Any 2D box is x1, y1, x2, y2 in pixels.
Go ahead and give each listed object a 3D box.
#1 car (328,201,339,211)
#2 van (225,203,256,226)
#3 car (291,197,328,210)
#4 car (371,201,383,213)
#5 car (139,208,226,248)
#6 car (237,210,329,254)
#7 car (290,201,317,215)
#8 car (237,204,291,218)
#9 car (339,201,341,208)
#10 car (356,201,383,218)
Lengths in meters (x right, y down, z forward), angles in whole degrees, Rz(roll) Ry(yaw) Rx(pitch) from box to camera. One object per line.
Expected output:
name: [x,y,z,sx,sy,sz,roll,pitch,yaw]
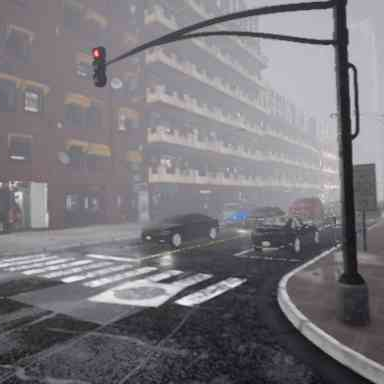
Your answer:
car: [20.124,2.074,49.809,1.752,1.417,4.829,-3,-2,36]
van: [3.991,1.781,27.314,1.690,1.788,3.998,-3,-2,36]
car: [11.645,1.596,33.762,2.150,2.045,5.566,-3,-2,36]
car: [23.381,1.766,40.835,1.947,1.339,4.313,-3,-2,36]
car: [-0.499,1.775,16.812,1.882,1.535,5.008,-3,-2,36]
car: [3.908,1.624,13.669,2.008,1.369,4.403,-3,-2,36]
car: [13.730,1.945,40.895,1.967,1.590,4.097,-3,-2,36]
car: [5.556,1.839,25.256,1.837,1.490,4.892,-3,-2,35]
car: [23.469,2.139,54.474,1.947,1.339,4.313,-3,-2,36]
car: [16.890,1.722,31.780,1.947,1.339,4.313,-3,-2,36]
